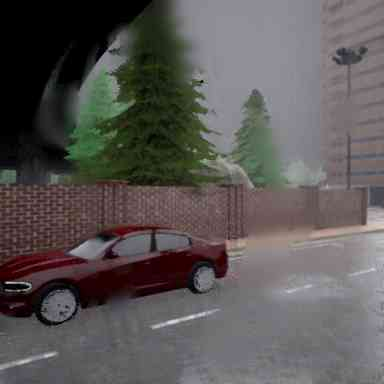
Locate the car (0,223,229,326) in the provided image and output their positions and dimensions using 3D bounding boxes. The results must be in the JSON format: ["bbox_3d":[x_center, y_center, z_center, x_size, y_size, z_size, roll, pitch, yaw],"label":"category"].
[{"bbox_3d":[-1.443,1.488,7.246,5.008,1.535,1.882,0,0,-35],"label":"car"}]
